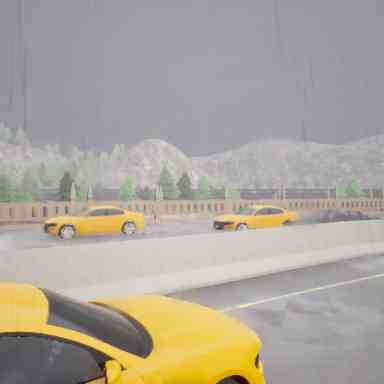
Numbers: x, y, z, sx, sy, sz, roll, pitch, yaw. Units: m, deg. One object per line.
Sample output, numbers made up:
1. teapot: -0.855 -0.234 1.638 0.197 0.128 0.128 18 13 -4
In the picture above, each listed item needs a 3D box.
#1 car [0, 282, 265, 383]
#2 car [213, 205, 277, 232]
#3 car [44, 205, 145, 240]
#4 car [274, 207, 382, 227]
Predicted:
1. car: -1.599 1.478 2.468 5.008 1.535 1.882 0 0 -35
2. car: 3.489 1.478 17.948 5.008 1.535 1.882 0 0 -27
3. car: -4.926 1.478 17.192 5.008 1.535 1.882 0 0 -31
4. car: 6.812 1.547 15.807 5.357 1.411 2.033 0 0 -26
